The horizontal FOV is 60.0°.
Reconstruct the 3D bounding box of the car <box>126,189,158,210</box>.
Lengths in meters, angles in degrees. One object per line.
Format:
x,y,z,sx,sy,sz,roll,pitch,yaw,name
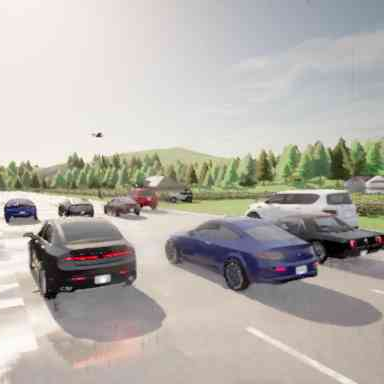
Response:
-5.280,0.726,32.499,2.150,2.045,5.566,-1,1,-31,car

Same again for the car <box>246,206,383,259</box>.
3.591,1.382,11.088,1.895,1.301,4.718,-1,1,-31,car

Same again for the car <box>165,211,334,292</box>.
0.992,1.370,8.621,1.812,1.442,4.674,-1,1,-31,car

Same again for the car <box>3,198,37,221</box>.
-12.399,1.182,23.989,1.882,1.535,5.008,-1,1,-31,car

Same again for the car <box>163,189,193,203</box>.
-1.689,0.505,43.599,3.866,1.878,1.905,-1,1,-31,car

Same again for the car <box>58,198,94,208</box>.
-8.622,1.155,24.508,2.128,1.511,4.902,-1,1,-31,car

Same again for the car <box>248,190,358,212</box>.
4.899,0.917,15.673,2.150,2.045,5.566,-1,1,-31,car

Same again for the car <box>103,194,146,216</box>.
-5.592,1.136,26.235,1.812,1.442,4.674,-1,1,-31,car

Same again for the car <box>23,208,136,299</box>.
-2.951,1.385,8.375,1.837,1.490,4.892,-1,1,-31,car
